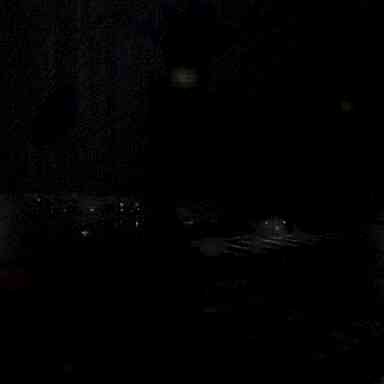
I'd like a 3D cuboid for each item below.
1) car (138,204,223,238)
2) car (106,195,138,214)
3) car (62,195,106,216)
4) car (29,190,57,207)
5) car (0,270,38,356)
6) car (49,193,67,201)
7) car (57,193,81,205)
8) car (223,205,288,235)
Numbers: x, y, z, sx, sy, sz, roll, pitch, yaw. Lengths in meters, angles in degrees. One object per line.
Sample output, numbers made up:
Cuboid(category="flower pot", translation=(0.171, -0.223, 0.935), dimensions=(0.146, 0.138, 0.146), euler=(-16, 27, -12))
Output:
Cuboid(category="car", translation=(-0.814, 1.433, 18.015), dimensions=(1.882, 1.535, 5.008), euler=(-1, 1, -36))
Cuboid(category="car", translation=(-6.838, 1.139, 31.955), dimensions=(2.097, 1.767, 4.553), euler=(-1, 1, -36))
Cuboid(category="car", translation=(-10.157, 1.318, 31.009), dimensions=(2.128, 1.511, 4.902), euler=(-1, 1, -36))
Cuboid(category="car", translation=(-20.520, 1.034, 45.531), dimensions=(2.097, 1.767, 4.553), euler=(-1, 1, -35))
Cuboid(category="car", translation=(-4.186, 1.545, 3.665), dimensions=(4.507, 1.381, 1.887), euler=(0, -1, -36))
Cuboid(category="car", translation=(-26.123, 0.988, 64.677), dimensions=(2.033, 1.411, 5.357), euler=(-1, 1, -36))
Cuboid(category="car", translation=(-17.979, 1.112, 47.574), dimensions=(1.882, 1.535, 5.008), euler=(-1, 1, -35))
Cuboid(category="car", translation=(2.723, 1.465, 18.844), dimensions=(2.033, 1.411, 5.357), euler=(-1, 1, -38))
